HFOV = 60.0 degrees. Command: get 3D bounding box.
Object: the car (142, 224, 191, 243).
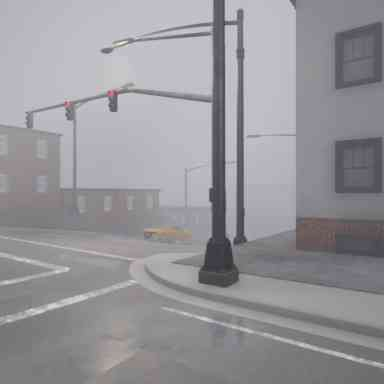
[{"bbox_3d":[-2.063,3.445,28.071,1.882,1.535,5.008,0,-9,36],"label":"car"}]
